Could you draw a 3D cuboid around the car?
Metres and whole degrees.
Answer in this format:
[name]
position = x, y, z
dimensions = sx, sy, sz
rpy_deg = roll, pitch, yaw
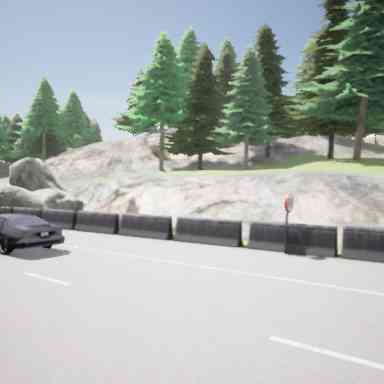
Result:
[car]
position = -7.416, 1.587, 13.583
dimensions = 5.357, 1.411, 2.033
rpy_deg = 0, 0, 36
